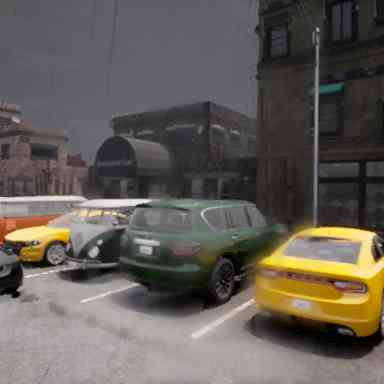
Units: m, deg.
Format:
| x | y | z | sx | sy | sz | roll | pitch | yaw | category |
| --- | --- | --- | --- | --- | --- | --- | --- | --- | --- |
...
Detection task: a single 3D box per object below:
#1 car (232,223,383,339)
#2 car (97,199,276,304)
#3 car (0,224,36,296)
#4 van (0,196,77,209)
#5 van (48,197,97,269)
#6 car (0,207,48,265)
| x | y | z | sx | sy | sz | roll | pitch | yaw | category |
| --- | --- | --- | --- | --- | --- | --- | --- | --- | --- |
| 3.004 | 1.471 | 6.806 | 2.097 | 1.535 | 5.008 | 0 | 0 | 36 | car |
| 0.679 | 1.201 | 8.507 | 2.435 | 2.045 | 5.566 | 1 | 0 | 36 | car |
| -5.607 | 1.506 | 7.379 | 4.181 | 1.385 | 1.994 | 0 | 0 | 36 | car |
| -6.005 | 1.170 | 13.385 | 1.878 | 1.987 | 4.442 | 0 | 0 | 36 | van |
| -1.651 | 1.208 | 9.991 | 1.878 | 1.987 | 4.442 | 0 | 0 | 36 | van |
| -3.826 | 1.415 | 11.693 | 2.097 | 1.535 | 5.008 | 0 | 0 | 36 | car |
